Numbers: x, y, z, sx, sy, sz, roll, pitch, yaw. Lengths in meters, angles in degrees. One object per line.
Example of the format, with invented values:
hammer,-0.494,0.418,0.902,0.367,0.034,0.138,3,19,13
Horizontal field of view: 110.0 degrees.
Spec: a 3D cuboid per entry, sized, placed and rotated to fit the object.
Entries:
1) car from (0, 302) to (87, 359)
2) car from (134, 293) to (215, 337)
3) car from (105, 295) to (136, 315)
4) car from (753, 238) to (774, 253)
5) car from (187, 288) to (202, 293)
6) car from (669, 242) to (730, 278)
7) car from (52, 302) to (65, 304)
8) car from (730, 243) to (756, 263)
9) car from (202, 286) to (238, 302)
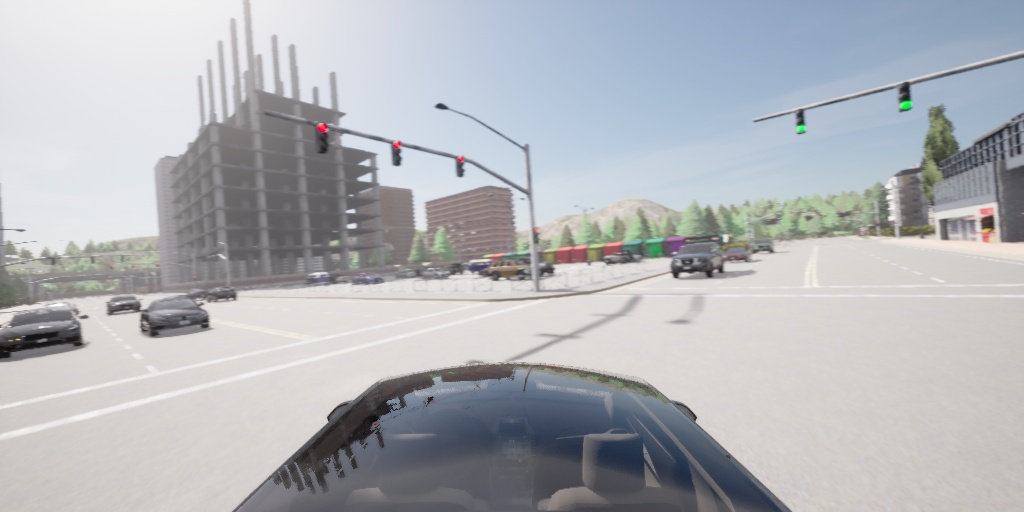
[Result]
car,-17.841,2.777,13.682,4.892,1.490,1.837,-5,-1,39
car,-15.119,2.598,16.003,4.674,1.442,1.812,-5,-1,39
car,-33.265,4.150,30.736,4.892,1.490,1.837,-6,-1,39
car,33.484,-1.290,47.874,2.150,2.045,5.566,-5,-1,41
car,-38.594,4.702,44.143,4.674,1.442,1.812,-5,0,39
car,11.662,0.198,22.434,2.150,2.045,5.566,-5,-1,40
car,-35.731,4.386,28.238,4.181,1.385,1.994,-5,-1,39
car,20.602,-0.093,32.905,1.994,1.385,4.181,-5,-1,41
car,-30.393,3.972,37.550,4.892,1.490,1.837,-5,-1,39
